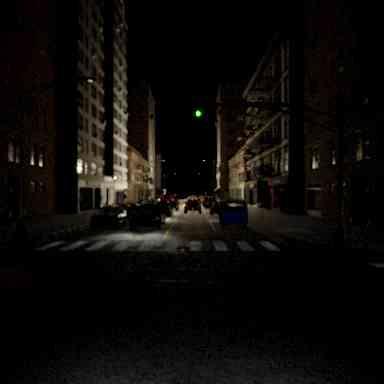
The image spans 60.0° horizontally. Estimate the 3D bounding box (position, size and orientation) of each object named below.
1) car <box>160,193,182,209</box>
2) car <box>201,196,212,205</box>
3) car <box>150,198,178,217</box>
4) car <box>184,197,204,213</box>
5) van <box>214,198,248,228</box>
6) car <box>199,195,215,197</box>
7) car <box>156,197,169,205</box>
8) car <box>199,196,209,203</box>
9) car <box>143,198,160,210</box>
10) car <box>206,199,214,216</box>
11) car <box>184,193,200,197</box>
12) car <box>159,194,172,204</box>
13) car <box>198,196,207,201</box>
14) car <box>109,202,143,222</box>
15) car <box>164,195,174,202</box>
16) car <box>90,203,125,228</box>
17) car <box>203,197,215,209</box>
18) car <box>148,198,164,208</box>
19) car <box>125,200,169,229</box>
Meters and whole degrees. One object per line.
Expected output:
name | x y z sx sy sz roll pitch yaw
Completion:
car | -2.752 1.289 42.422 2.150 2.045 5.566 0 0 0
car | 2.634 1.526 61.773 1.967 1.590 4.097 0 0 0
car | -2.799 1.600 31.909 2.033 1.411 5.357 0 0 1
car | 0.096 1.587 37.813 1.812 1.442 4.674 0 0 0
van | 2.636 1.377 22.004 1.690 1.788 3.998 0 0 0
car | 2.635 1.391 50.411 2.192 1.841 5.009 0 0 0
car | -5.391 1.652 61.767 1.947 1.339 4.313 0 0 0
car | 2.633 1.648 73.135 2.008 1.369 4.403 0 0 0
car | -5.390 1.595 44.552 1.752 1.417 4.829 0 0 0
car | 2.636 1.637 33.366 1.802 1.307 4.206 0 0 0
car | 0.070 1.437 61.152 2.097 1.767 4.553 0 0 0
car | -5.391 1.407 67.449 2.192 1.841 5.009 0 0 0
car | 2.633 1.674 84.498 1.947 1.339 4.313 0 0 0
car | -5.389 1.590 27.676 1.887 1.381 4.507 0 0 0
car | -5.392 1.543 78.813 1.967 1.590 4.097 0 0 0
car | -5.389 1.587 21.994 2.008 1.369 4.403 0 0 0
car | 2.635 1.652 44.729 1.802 1.307 4.206 0 0 0
car | -5.390 1.641 50.404 1.947 1.339 4.313 0 0 0
car | -2.837 1.514 22.002 1.882 1.535 5.008 0 0 0
